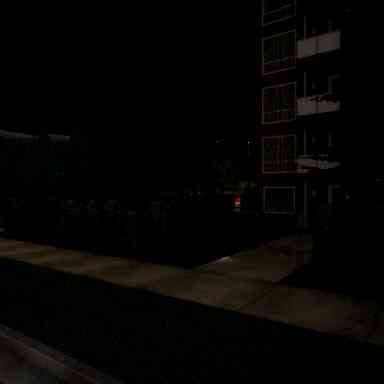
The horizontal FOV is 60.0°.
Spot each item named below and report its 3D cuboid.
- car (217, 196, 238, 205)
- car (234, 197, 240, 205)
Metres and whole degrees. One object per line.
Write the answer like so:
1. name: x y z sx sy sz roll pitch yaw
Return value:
1. car: 6.473 1.526 60.134 1.812 1.442 4.674 0 0 36
2. car: 9.307 1.478 58.079 1.882 1.535 5.008 0 0 36
